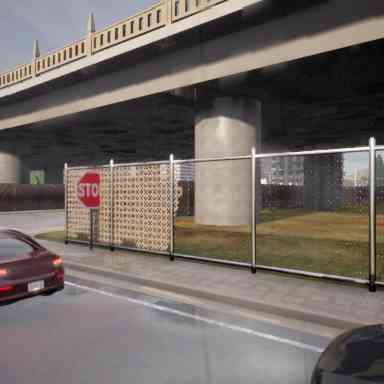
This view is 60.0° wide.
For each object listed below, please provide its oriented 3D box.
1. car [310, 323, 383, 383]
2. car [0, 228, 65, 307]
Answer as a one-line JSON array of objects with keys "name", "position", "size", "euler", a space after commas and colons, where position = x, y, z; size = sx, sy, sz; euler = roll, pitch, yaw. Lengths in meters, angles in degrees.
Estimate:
[{"name": "car", "position": [3.161, 1.505, 1.741], "size": [4.892, 1.490, 1.837], "euler": [0, 0, 35]}, {"name": "car", "position": [-4.681, 1.526, 7.325], "size": [4.674, 1.442, 1.812], "euler": [0, 0, 35]}]
